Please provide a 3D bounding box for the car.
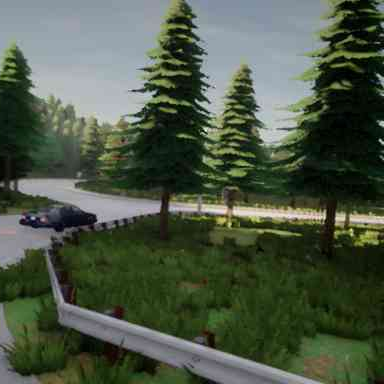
[{"bbox_3d":[-7.688,1.434,19.772,2.033,1.411,5.357,6,1,14],"label":"car"}]
